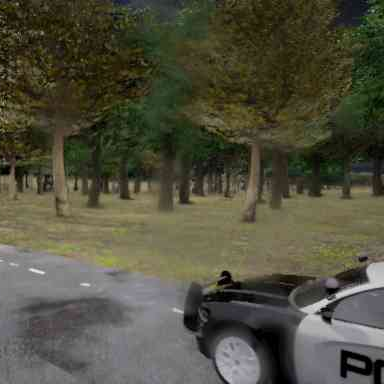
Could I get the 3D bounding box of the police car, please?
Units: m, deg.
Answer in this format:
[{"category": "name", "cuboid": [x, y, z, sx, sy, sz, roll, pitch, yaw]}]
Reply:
[{"category": "police car", "cuboid": [2.252, 1.434, 3.546, 5.238, 1.638, 1.930, 1, 0, 35]}]
